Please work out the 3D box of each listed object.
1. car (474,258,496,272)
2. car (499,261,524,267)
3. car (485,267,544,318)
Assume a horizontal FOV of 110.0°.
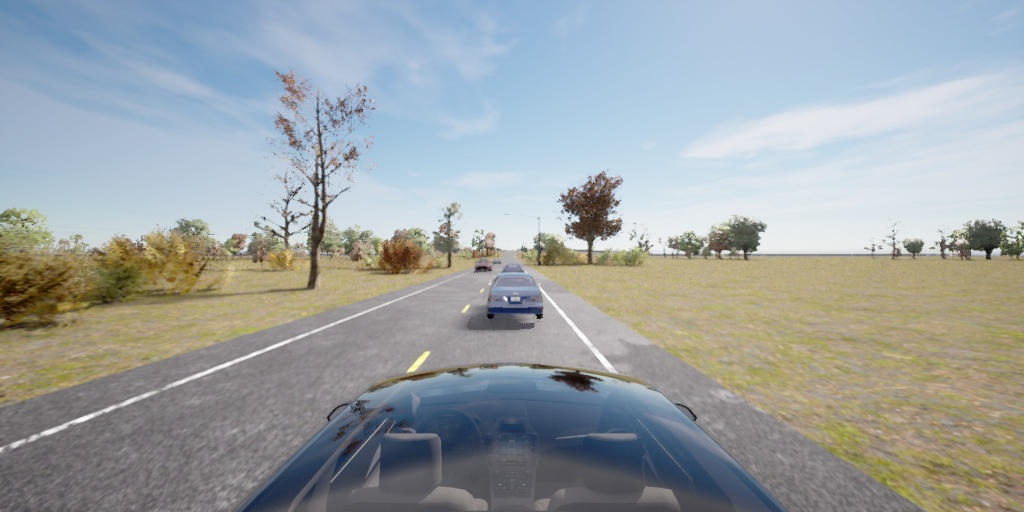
[{"bbox_3d":[-3.573,1.126,45.679,2.097,1.767,4.553,0,0,0],"label":"car"},{"bbox_3d":[0.105,1.332,30.947,1.994,1.385,4.181,0,0,0],"label":"car"},{"bbox_3d":[0.101,1.306,12.980,2.033,1.411,5.357,0,0,0],"label":"car"}]
